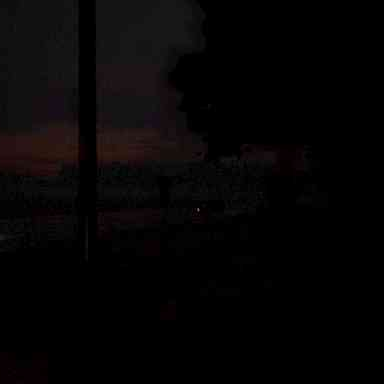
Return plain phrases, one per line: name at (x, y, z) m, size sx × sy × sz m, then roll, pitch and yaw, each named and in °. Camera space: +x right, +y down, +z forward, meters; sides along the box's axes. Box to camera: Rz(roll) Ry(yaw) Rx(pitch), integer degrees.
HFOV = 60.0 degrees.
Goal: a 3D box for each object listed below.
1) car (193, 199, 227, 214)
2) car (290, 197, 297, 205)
car at (1.978, 1.467, 34.915) m, size 1.837 × 1.490 × 4.892 m, roll 3°, pitch 2°, yaw 33°
car at (18.135, 1.551, 61.451) m, size 1.812 × 1.442 × 4.674 m, roll 3°, pitch 1°, yaw 30°
